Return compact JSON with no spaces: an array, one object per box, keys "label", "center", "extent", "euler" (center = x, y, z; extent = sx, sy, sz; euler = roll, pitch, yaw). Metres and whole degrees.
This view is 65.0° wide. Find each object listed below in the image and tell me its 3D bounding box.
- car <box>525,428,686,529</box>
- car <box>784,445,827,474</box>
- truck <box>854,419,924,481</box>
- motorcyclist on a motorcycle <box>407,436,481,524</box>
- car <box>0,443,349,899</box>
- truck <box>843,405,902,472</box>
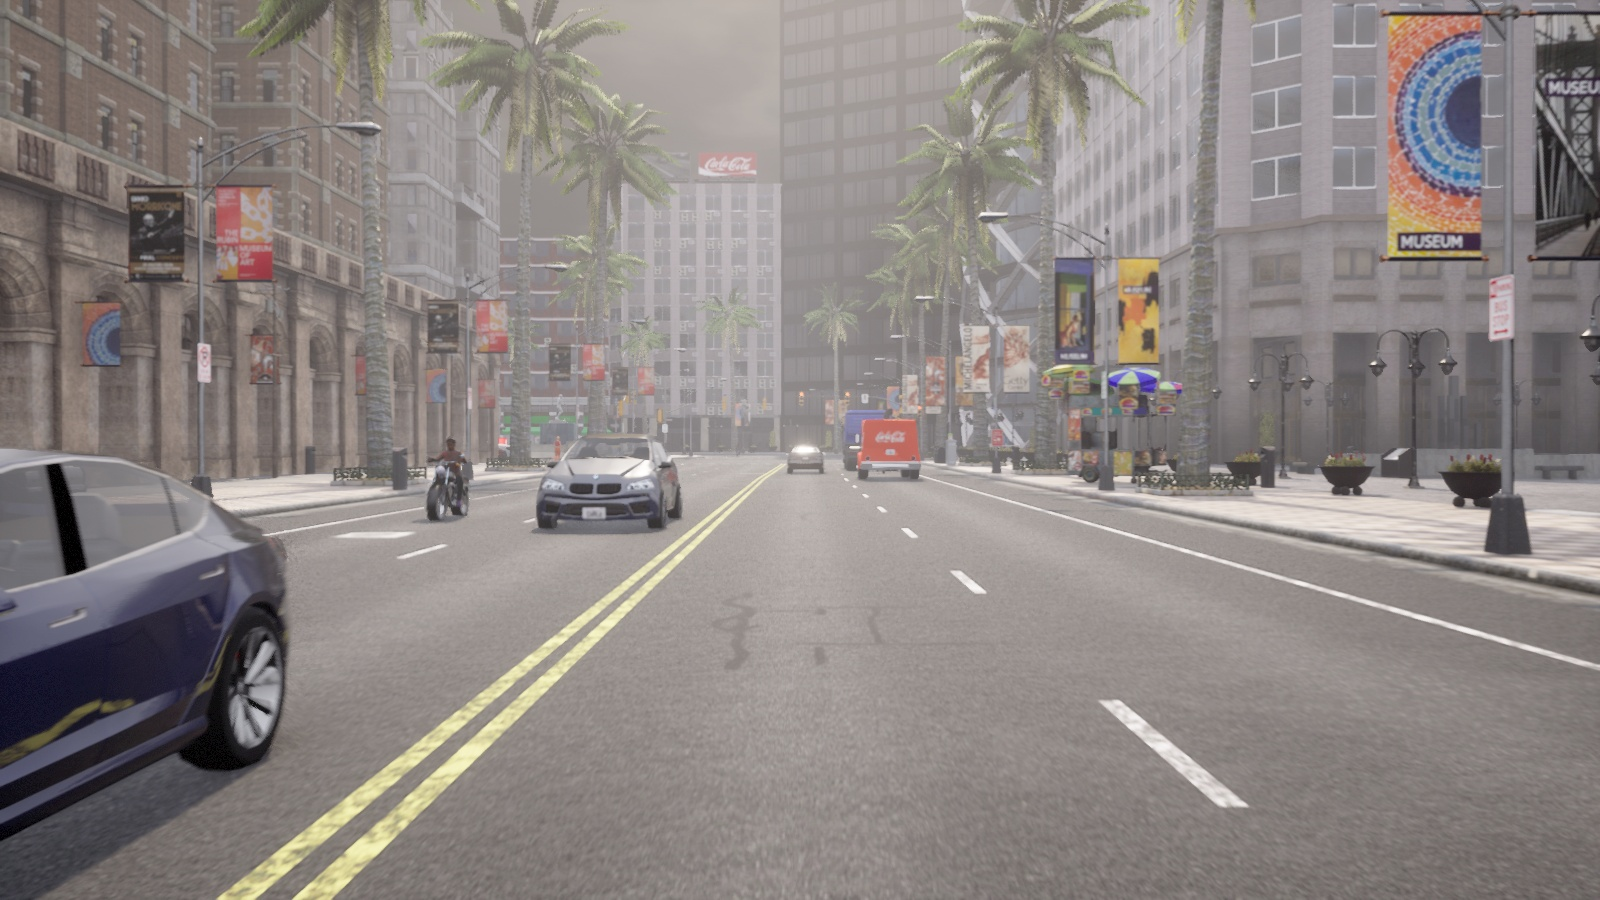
[{"label":"car","center":[-3.429,0.458,23.100],"extent":[2.242,1.667,4.611],"euler":[0,0,0]},{"label":"car","center":[0.306,0.442,62.465],"extent":[2.033,1.411,5.357],"euler":[0,0,1]},{"label":"truck","center":[3.660,-0.033,52.719],"extent":[2.627,2.467,5.204],"euler":[0,0,1]},{"label":"motorcyclist on a motorcycle","center":[-6.926,0.553,24.571],"extent":[0.766,1.649,2.350],"euler":[0,0,0]},{"label":"car","center":[-3.474,0.720,4.253],"extent":[2.163,1.488,4.792],"euler":[0,0,0]},{"label":"truck","center":[3.904,-0.624,69.585],"extent":[2.891,3.462,7.936],"euler":[0,0,1]}]
